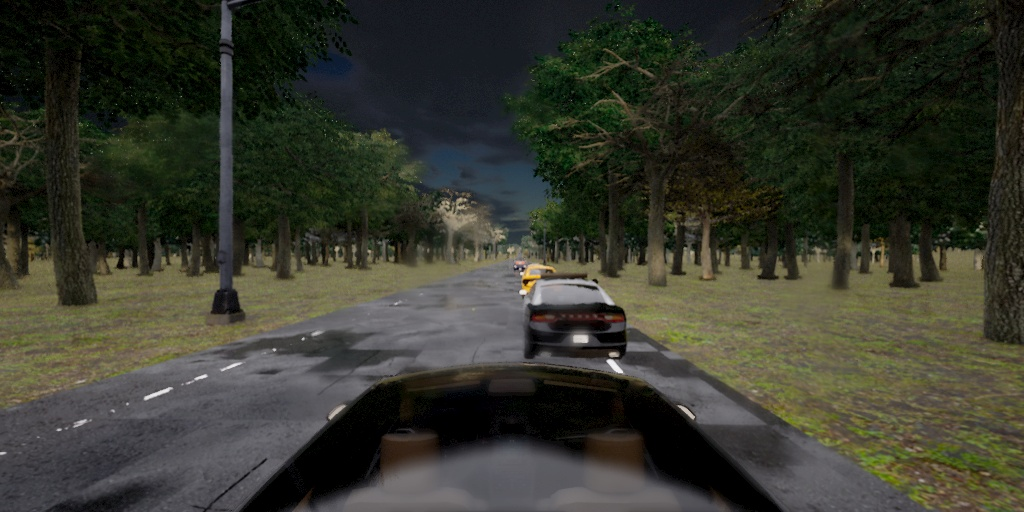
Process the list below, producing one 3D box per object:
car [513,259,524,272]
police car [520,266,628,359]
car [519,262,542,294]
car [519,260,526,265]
[{"bbox_3d":[1.146,1.414,48.462,1.895,1.301,4.718,0,0,2],"label":"car"},{"bbox_3d":[1.218,1.197,8.599,1.930,1.638,5.238,0,0,1],"label":"police car"},{"bbox_3d":[1.452,1.274,18.488,1.882,1.535,5.008,0,0,1],"label":"car"},{"bbox_3d":[1.599,1.262,24.676,1.801,1.575,5.366,0,0,1],"label":"car"}]
